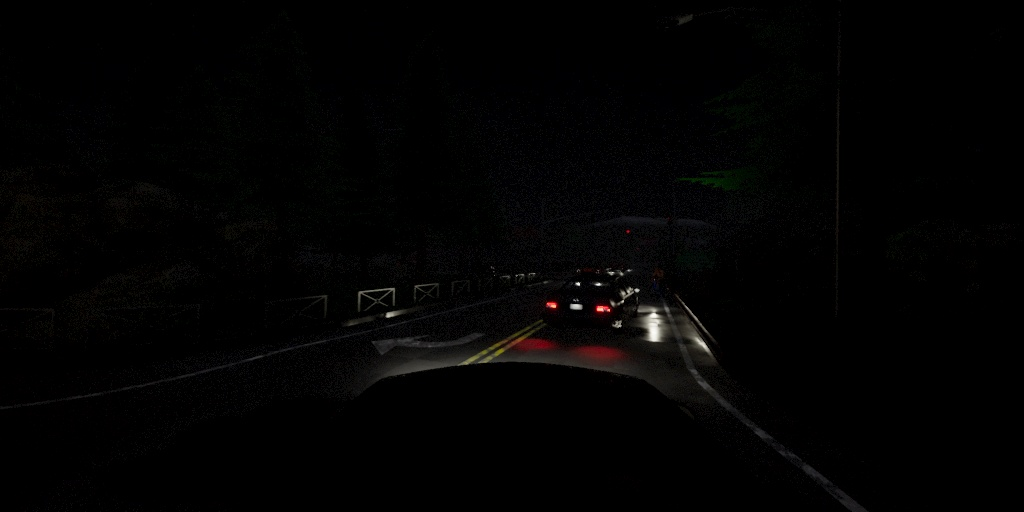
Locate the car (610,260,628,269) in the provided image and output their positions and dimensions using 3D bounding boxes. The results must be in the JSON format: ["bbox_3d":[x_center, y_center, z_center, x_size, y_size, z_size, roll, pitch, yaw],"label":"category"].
[{"bbox_3d":[17.602,1.619,59.711,2.150,2.045,5.566,1,0,21],"label":"car"}]

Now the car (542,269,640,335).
[{"bbox_3d":[2.517,1.238,10.399,2.033,1.411,5.357,1,-1,25],"label":"car"}]

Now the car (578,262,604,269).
[{"bbox_3d":[6.962,1.313,31.605,2.097,1.767,4.553,1,-1,21],"label":"car"}]

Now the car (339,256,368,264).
[{"bbox_3d":[-22.758,1.038,52.359,5.566,2.045,2.150,1,-1,25],"label":"car"}]

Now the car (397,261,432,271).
[{"bbox_3d":[-13.174,1.418,48.375,5.008,1.535,1.882,1,-1,21],"label":"car"}]

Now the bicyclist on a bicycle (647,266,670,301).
[{"bbox_3d":[6.774,1.271,16.517,1.656,1.620,0.582,1,0,-30],"label":"bicyclist on a bicycle"}]

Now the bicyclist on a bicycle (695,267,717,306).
[{"bbox_3d":[8.189,1.285,15.104,1.656,1.620,0.582,1,0,-33],"label":"bicyclist on a bicycle"}]

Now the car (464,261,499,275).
[{"bbox_3d":[-3.849,1.416,44.793,4.553,1.767,2.097,1,-1,21],"label":"car"}]
